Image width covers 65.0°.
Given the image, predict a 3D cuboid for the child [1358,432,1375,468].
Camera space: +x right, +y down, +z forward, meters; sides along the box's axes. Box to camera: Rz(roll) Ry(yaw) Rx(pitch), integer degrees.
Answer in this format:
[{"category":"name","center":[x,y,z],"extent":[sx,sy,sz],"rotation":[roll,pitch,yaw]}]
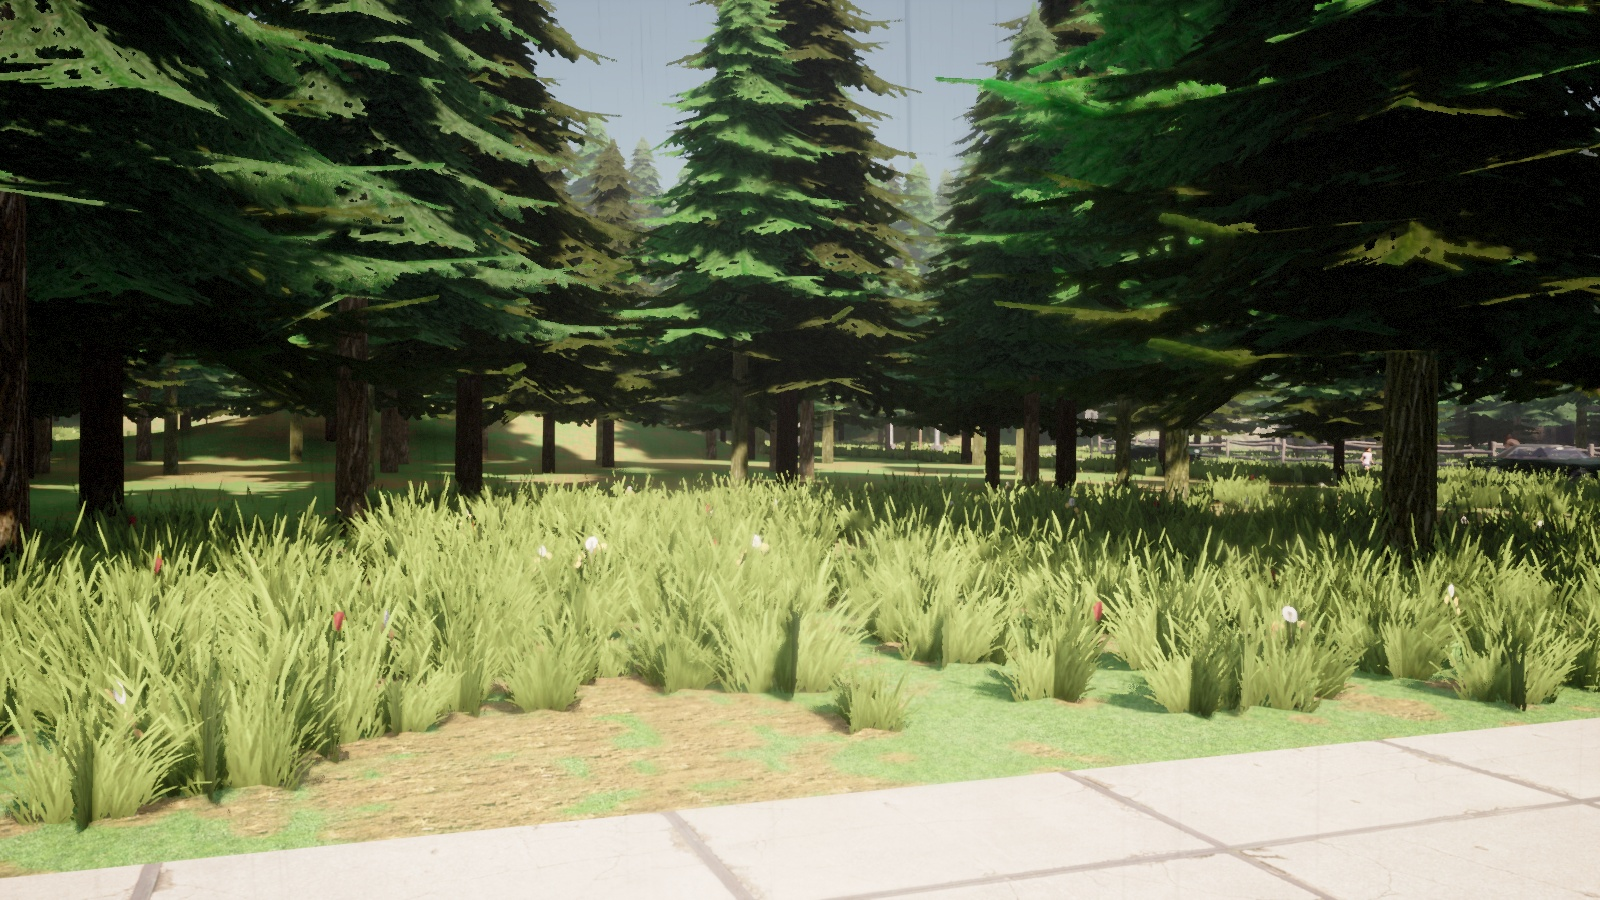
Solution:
[{"category":"child","center":[17.533,-0.008,38.861],"extent":[0.255,1.110,0.394],"rotation":[-1,1,-26]}]

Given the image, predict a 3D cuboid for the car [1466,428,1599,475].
[{"category":"car","center":[22.685,0.012,37.681],"extent":[1.895,1.301,4.718],"rotation":[-1,1,-20]}]

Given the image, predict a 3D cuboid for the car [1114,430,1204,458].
[{"category":"car","center":[17.669,-0.330,62.107],"extent":[1.895,1.301,4.718],"rotation":[-1,1,-20]}]
